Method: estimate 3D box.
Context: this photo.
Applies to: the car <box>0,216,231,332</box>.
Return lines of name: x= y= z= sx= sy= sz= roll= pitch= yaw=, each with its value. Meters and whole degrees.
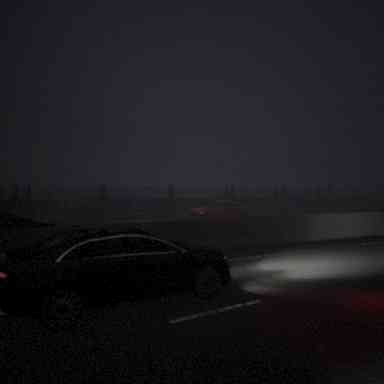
car: x=-1.393 y=1.468 z=6.806 sx=4.902 sy=1.511 sz=2.128 roll=0 pitch=0 yaw=-33

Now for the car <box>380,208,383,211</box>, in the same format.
car: x=18.466 y=1.480 z=27.960 sx=5.357 sy=1.411 sz=2.033 roll=0 pitch=0 yaw=-17

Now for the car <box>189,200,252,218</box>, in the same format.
car: x=2.180 y=1.402 z=25.136 sx=5.008 sy=1.535 sz=1.882 roll=0 pitch=0 yaw=-26

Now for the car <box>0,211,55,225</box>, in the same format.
car: x=-7.347 y=1.434 z=11.462 sx=5.008 sy=1.535 sz=1.882 roll=0 pitch=0 yaw=-34
